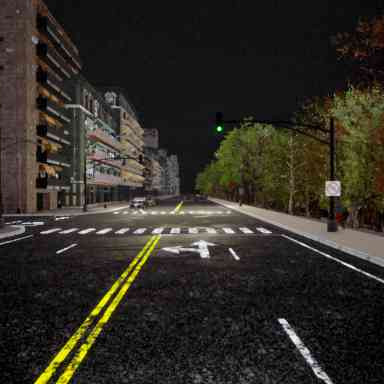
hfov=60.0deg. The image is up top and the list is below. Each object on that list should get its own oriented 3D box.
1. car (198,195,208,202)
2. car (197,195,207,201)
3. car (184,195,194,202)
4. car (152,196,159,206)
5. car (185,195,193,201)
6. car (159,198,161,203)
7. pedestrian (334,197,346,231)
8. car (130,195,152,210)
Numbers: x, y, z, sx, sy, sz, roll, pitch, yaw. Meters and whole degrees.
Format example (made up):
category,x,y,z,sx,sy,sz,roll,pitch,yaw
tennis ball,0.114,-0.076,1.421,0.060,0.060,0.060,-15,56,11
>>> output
category,x,y,z,sx,sy,sz,roll,pitch,yaw
car,2.610,1.546,74.520,2.128,1.511,4.902,0,0,0
car,2.520,1.493,84.940,2.128,1.511,4.902,0,0,0
car,-0.641,1.546,74.489,2.128,1.511,4.902,0,0,0
car,-7.052,1.366,53.861,2.097,1.767,4.553,0,0,-1
car,-0.729,1.492,84.912,1.812,1.442,4.674,0,0,0
car,-7.099,1.621,64.121,1.895,1.301,4.718,0,0,0
pedestrian,7.817,1.143,17.766,0.375,1.860,0.375,0,0,0
car,-6.978,1.500,44.057,2.128,1.511,4.902,0,0,0
